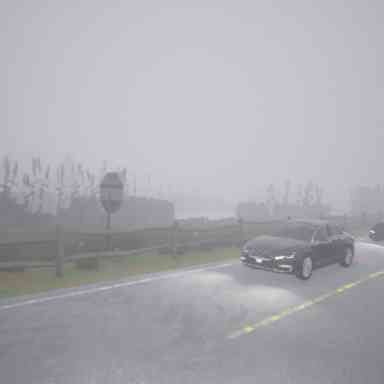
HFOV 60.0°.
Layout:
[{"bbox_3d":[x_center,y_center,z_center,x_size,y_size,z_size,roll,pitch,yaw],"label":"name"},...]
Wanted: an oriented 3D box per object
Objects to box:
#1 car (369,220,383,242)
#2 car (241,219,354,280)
[{"bbox_3d":[11.667,2.050,18.527,5.357,1.411,2.033,2,0,-44],"label":"car"},{"bbox_3d":[3.556,1.669,10.654,4.892,1.490,1.837,2,0,-44],"label":"car"}]
